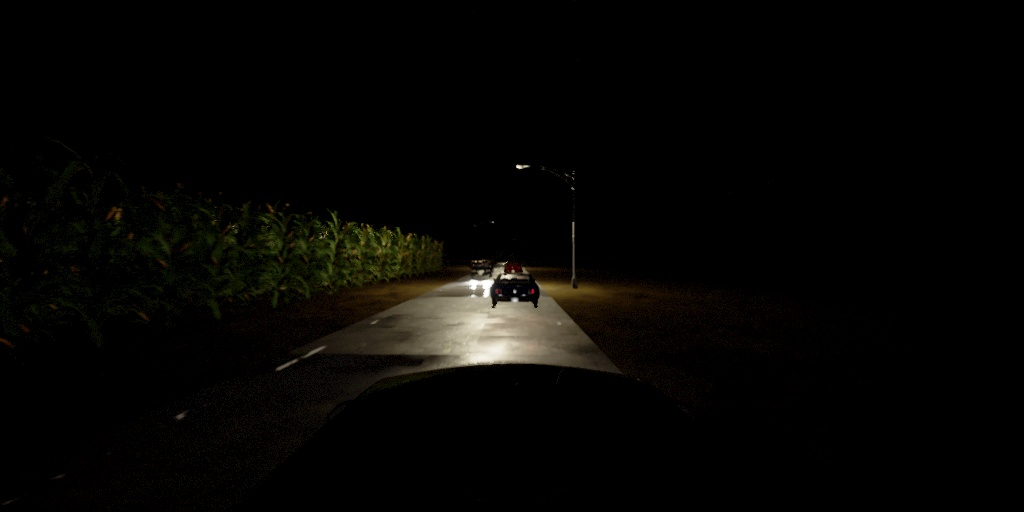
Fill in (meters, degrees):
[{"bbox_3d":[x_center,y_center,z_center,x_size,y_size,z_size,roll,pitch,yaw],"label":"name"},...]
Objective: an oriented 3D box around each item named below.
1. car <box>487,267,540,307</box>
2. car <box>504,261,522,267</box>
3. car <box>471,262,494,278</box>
[{"bbox_3d":[0.111,1.346,15.484,1.895,1.301,4.718,0,0,0],"label":"car"},{"bbox_3d":[0.123,1.272,37.047,1.812,1.442,4.674,0,0,0],"label":"car"},{"bbox_3d":[-2.727,1.277,33.603,2.128,1.511,4.902,0,0,0],"label":"car"}]
